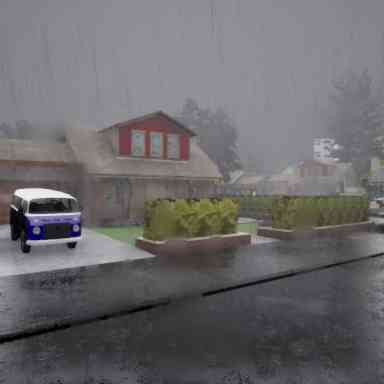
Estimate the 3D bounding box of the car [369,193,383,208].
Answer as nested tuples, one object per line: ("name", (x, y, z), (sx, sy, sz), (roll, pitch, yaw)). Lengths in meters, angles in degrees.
("car", (23.743, 0.986, 40.873), (3.866, 1.878, 1.905), (0, 0, -1))
